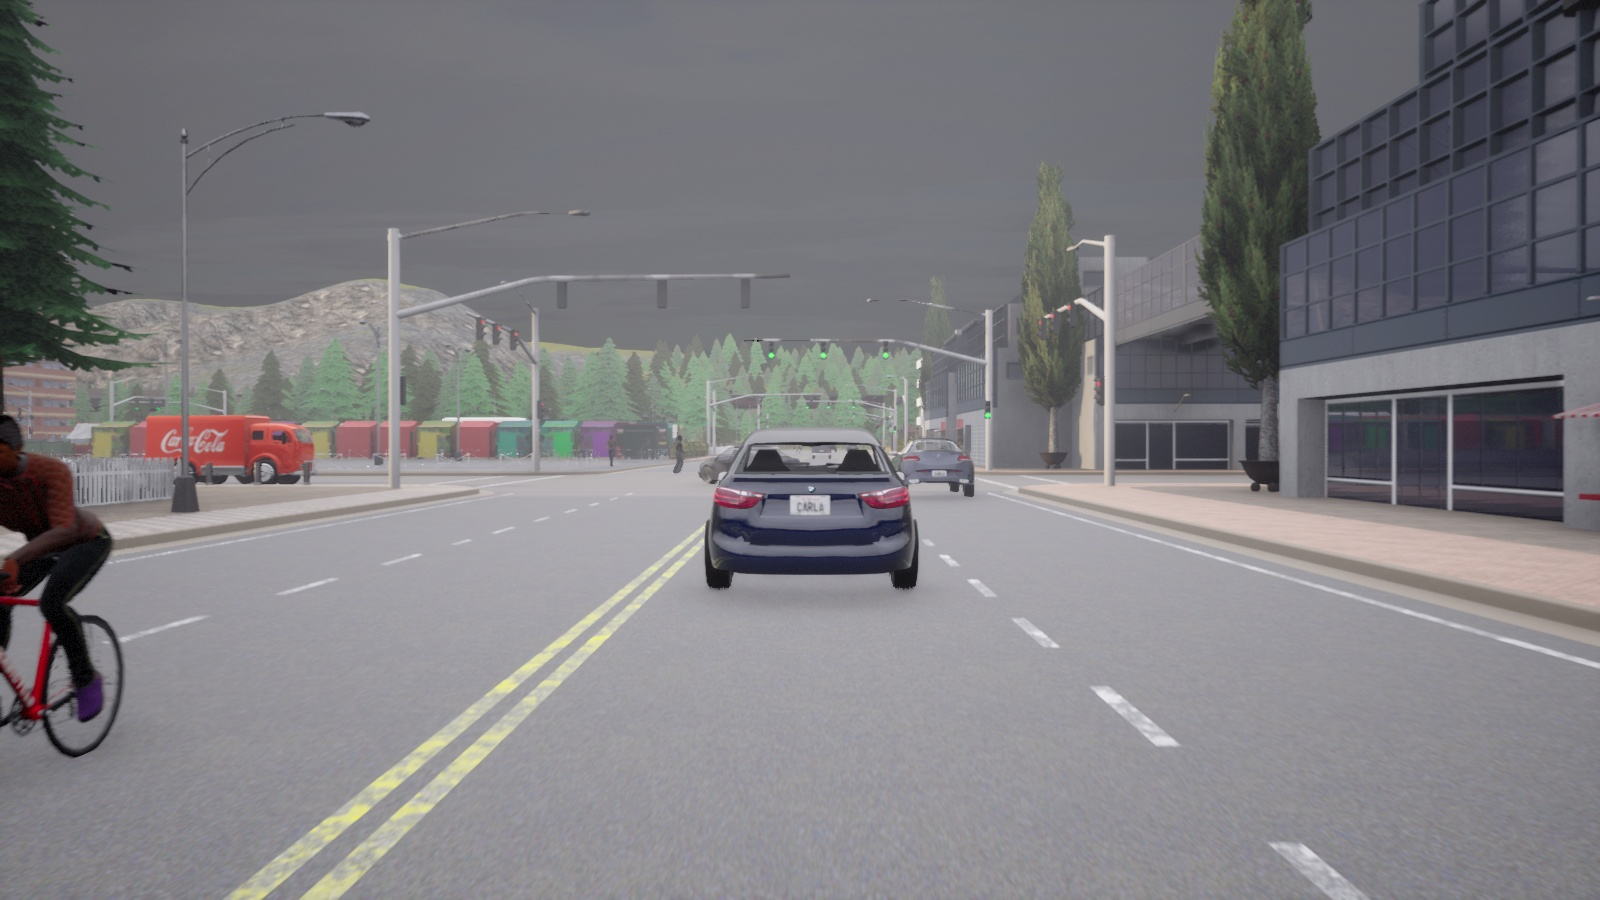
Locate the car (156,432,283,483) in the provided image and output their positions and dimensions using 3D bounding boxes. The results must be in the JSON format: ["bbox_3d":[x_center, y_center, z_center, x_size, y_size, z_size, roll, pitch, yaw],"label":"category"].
[{"bbox_3d":[-21.730,0.259,47.090,3.866,1.878,1.905,0,0,0],"label":"car"}]

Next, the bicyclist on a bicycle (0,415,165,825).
[{"bbox_3d":[-3.443,0.666,5.387,0.582,1.620,1.656,0,1,0],"label":"bicyclist on a bicycle"}]

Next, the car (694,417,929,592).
[{"bbox_3d":[0.127,0.510,14.328,2.242,1.667,4.611,0,0,0],"label":"car"}]

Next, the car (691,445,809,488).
[{"bbox_3d":[-1.857,0.543,44.295,2.033,1.411,5.357,0,0,-28],"label":"car"}]

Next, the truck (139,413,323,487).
[{"bbox_3d":[-19.648,-0.002,43.579,5.204,2.467,2.627,0,0,0],"label":"truck"}]

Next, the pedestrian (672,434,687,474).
[{"bbox_3d":[-5.738,0.192,59.805,0.666,1.930,0.402,0,0,-6],"label":"pedestrian"}]

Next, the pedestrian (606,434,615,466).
[{"bbox_3d":[-10.494,0.004,69.622,0.328,1.805,0.869,0,0,3],"label":"pedestrian"}]

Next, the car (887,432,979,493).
[{"bbox_3d":[3.773,0.322,36.518,2.152,1.651,5.027,0,0,0],"label":"car"}]
